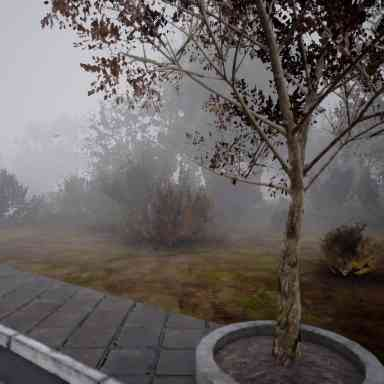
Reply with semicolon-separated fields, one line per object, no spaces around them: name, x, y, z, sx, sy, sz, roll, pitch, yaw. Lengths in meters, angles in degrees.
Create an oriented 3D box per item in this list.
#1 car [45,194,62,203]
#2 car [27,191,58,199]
car;-13.858;1.258;35.431;1.882;1.535;5.008;1;0;32
car;-18.335;0.941;41.832;2.150;2.045;5.566;1;0;32
